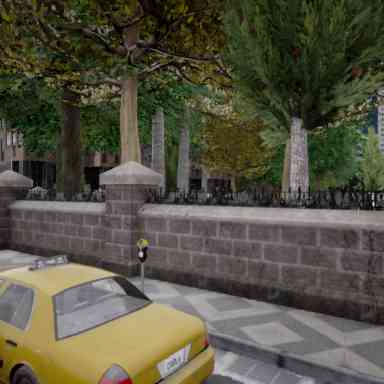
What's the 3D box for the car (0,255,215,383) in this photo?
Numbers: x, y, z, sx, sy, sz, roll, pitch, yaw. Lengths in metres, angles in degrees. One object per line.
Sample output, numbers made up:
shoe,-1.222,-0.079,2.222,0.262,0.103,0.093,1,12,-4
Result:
car,-2.042,1.525,4.413,4.829,1.417,1.752,0,0,35
